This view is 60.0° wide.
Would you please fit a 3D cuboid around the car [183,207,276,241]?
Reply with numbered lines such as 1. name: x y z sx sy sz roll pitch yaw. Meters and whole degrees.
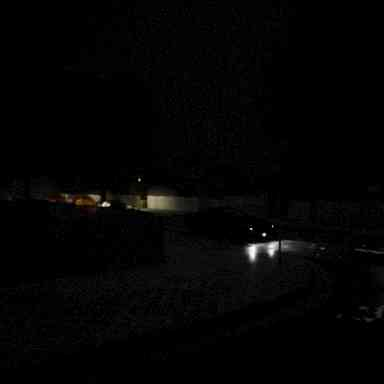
1. car: 1.643 1.480 16.856 2.033 1.411 5.357 0 0 -36

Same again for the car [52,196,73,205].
1. car: -20.559 1.333 52.730 1.895 1.301 4.718 0 0 -36

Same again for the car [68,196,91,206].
1. car: -14.544 1.254 44.423 1.882 1.535 5.008 0 0 -35

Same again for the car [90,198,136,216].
1. car: -6.572 1.409 28.322 2.033 1.411 5.357 0 0 -36

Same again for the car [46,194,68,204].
1. car: -18.285 1.119 44.805 2.097 1.767 4.553 0 0 -35
